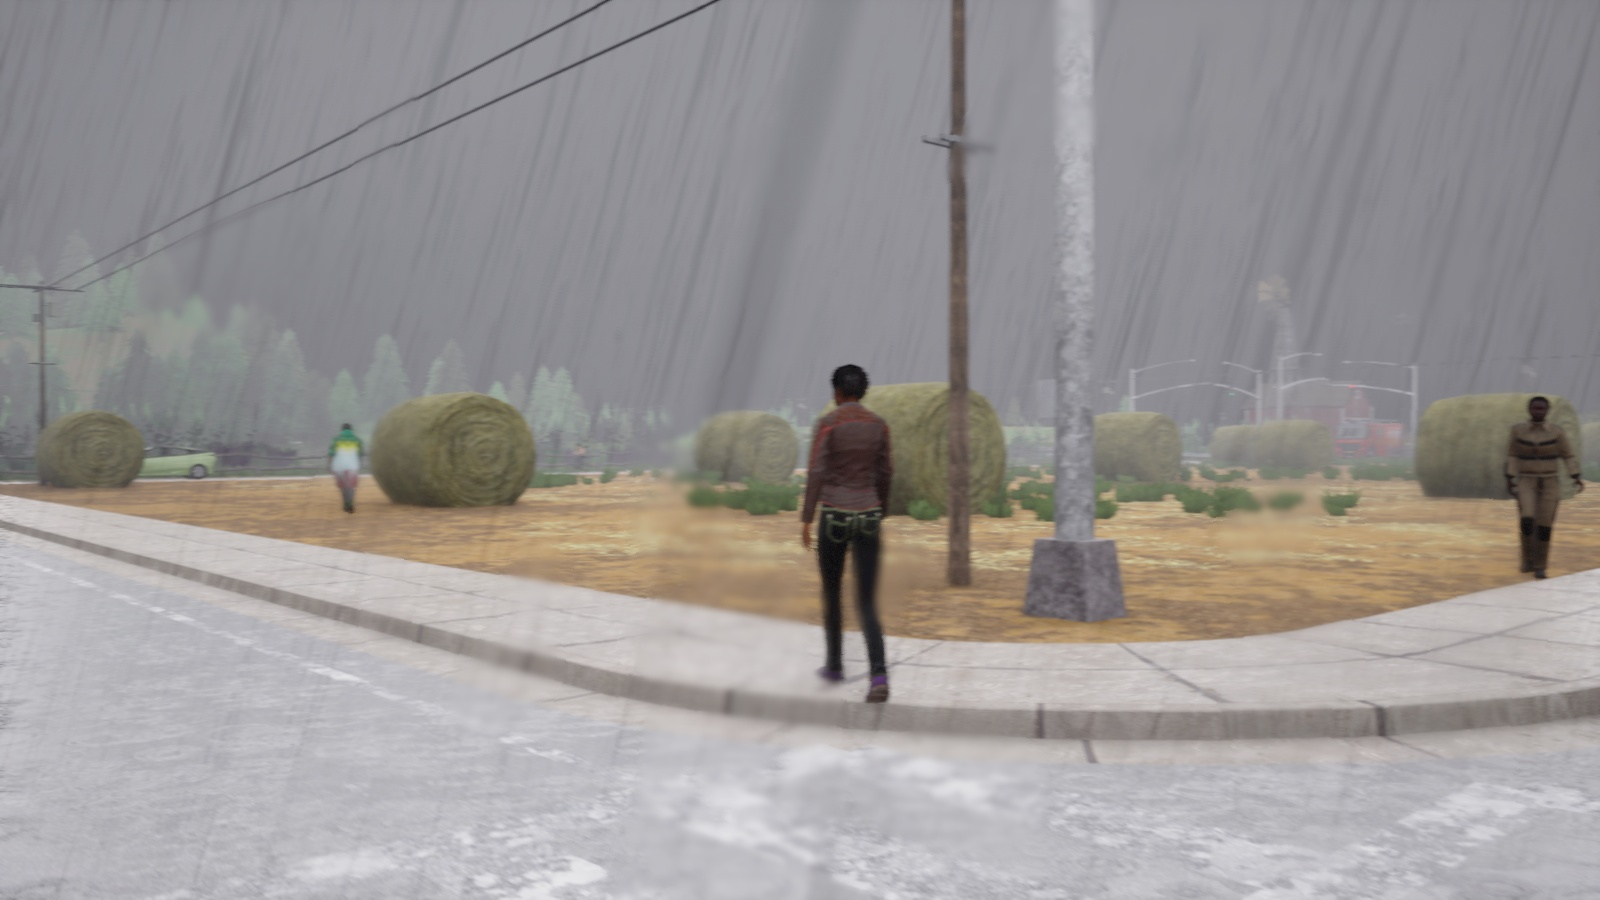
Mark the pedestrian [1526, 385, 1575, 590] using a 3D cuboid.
[{"bbox_3d":[7.317,0.351,12.237,0.396,1.930,0.692,0,0,32],"label":"pedestrian"}]

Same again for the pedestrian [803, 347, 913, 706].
[{"bbox_3d":[0.295,0.382,6.775,0.328,1.805,0.869,0,0,-16],"label":"pedestrian"}]

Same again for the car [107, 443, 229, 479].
[{"bbox_3d":[-27.940,0.473,55.579,4.514,1.525,2.007,0,0,-38],"label":"car"}]

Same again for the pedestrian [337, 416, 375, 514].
[{"bbox_3d":[-9.016,0.304,25.501,0.659,1.952,0.873,0,0,-24],"label":"pedestrian"}]
